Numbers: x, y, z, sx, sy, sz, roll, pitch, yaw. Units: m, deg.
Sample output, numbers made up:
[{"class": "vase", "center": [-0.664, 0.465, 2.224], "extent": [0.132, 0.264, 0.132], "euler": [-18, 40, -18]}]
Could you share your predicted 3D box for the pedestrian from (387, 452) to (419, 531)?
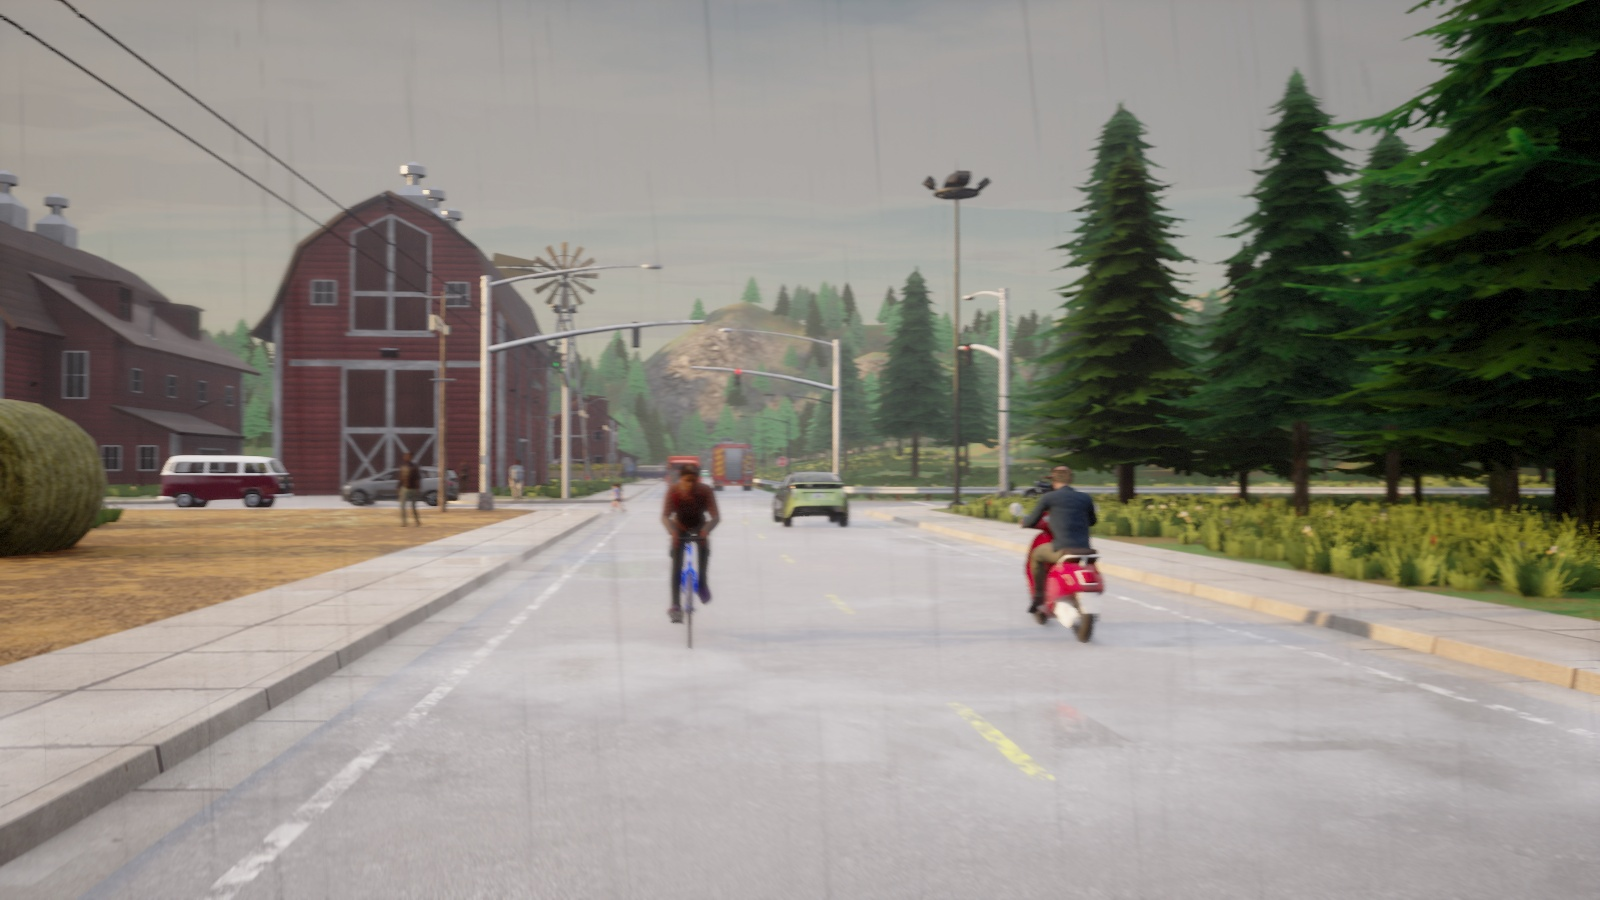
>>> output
[{"class": "pedestrian", "center": [-9.349, 0.979, 29.616], "extent": [0.431, 1.840, 0.703], "euler": [-1, -1, 11]}]

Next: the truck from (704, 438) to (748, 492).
[{"class": "truck", "center": [-5.533, 1.126, 92.784], "extent": [2.891, 3.827, 8.468], "euler": [0, -1, -6]}]

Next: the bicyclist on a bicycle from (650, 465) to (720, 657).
[{"class": "bicyclist on a bicycle", "center": [-1.058, 0.952, 11.498], "extent": [0.582, 1.620, 1.656], "euler": [0, 0, -6]}]

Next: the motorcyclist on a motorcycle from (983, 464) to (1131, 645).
[{"class": "motorcyclist on a motorcycle", "center": [2.410, 0.934, 12.022], "extent": [0.866, 1.590, 1.817], "euler": [0, -1, -6]}]

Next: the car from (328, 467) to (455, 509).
[{"class": "car", "center": [-16.767, 1.555, 51.727], "extent": [4.611, 1.667, 2.242], "euler": [0, -1, -7]}]

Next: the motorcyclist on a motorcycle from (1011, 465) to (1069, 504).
[{"class": "motorcyclist on a motorcycle", "center": [10.484, 1.505, 54.904], "extent": [2.350, 1.649, 0.766], "euler": [-1, -1, -7]}]

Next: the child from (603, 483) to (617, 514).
[{"class": "child", "center": [-6.726, 1.717, 44.487], "extent": [0.394, 1.110, 0.255], "euler": [-1, -1, 14]}]

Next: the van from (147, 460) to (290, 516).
[{"class": "van", "center": [-21.958, 1.411, 47.598], "extent": [4.480, 2.038, 2.069], "euler": [-1, -1, -7]}]

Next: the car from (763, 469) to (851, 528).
[{"class": "car", "center": [0.115, 1.306, 35.358], "extent": [2.007, 1.525, 4.514], "euler": [0, -1, -6]}]

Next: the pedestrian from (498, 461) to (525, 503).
[{"class": "pedestrian", "center": [-12.738, 1.414, 55.420], "extent": [0.874, 1.855, 0.900], "euler": [0, -1, -33]}]

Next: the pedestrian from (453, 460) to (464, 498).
[{"class": "pedestrian", "center": [-16.177, 1.372, 59.484], "extent": [0.328, 1.805, 0.869], "euler": [0, -1, -28]}]

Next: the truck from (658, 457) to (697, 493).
[{"class": "truck", "center": [-8.671, 1.770, 88.978], "extent": [2.627, 2.467, 5.204], "euler": [0, -1, -6]}]

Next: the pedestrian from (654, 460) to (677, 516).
[{"class": "pedestrian", "center": [-4.758, 1.328, 44.334], "extent": [0.788, 1.949, 0.423], "euler": [0, -1, -10]}]
